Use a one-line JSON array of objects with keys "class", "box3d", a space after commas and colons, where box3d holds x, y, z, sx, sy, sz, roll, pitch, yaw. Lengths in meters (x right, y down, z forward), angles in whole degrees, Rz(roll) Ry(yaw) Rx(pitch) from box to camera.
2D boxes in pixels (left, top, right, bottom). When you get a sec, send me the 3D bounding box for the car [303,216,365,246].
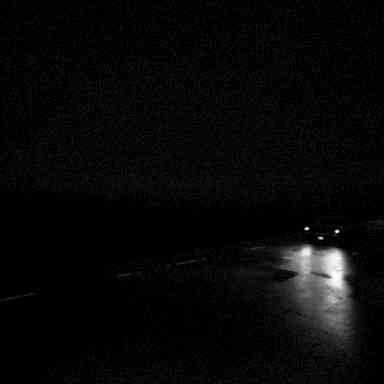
[{"class": "car", "box3d": [7.630, 1.967, 17.671, 1.895, 1.301, 4.718, 1, -1, 40]}]
